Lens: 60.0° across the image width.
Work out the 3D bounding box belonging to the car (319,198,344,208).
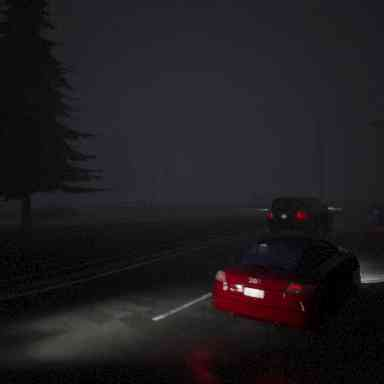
[{"bbox_3d":[22.073,1.648,52.558,4.674,1.442,1.812,0,0,-41],"label":"car"}]

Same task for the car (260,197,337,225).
[{"bbox_3d":[6.165,1.290,18.642,2.150,2.045,5.566,-1,0,36],"label":"car"}]

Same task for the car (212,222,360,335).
[{"bbox_3d":[2.166,1.594,6.991,1.994,1.385,4.181,-1,0,36],"label":"car"}]

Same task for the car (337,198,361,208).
[{"bbox_3d":[22.999,1.575,48.763,4.902,1.511,2.128,0,-1,-41],"label":"car"}]

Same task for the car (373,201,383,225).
[{"bbox_3d":[14.537,1.479,23.448,1.882,1.535,5.008,-1,-1,40],"label":"car"}]

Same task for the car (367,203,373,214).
[{"bbox_3d":[19.785,1.619,34.454,1.895,1.301,4.718,-1,-1,44],"label":"car"}]

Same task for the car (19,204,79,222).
[{"bbox_3d":[-12.777,1.864,29.865,4.902,1.511,2.128,0,0,-22],"label":"car"}]
